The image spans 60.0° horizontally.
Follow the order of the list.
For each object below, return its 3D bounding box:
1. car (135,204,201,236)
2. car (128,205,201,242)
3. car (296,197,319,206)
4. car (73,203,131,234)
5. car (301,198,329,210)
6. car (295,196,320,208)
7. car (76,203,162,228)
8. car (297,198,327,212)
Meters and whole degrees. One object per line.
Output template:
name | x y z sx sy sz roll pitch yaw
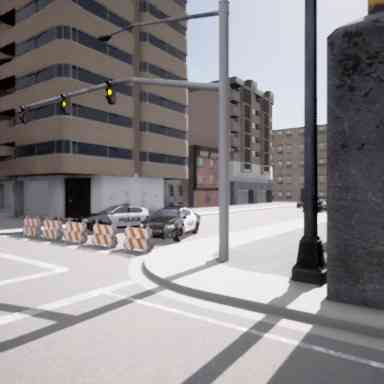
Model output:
car | -1.019 1.290 16.654 1.853 1.218 4.536 0 0 16
car | -1.033 1.447 16.604 2.038 1.542 4.974 0 0 16
car | 16.459 1.288 47.352 1.853 1.218 4.536 0 0 36
car | -4.227 1.445 19.287 4.974 1.542 2.038 0 0 -29
car | 14.257 1.290 38.433 1.853 1.218 4.536 0 0 36
car | 16.429 1.446 47.309 2.038 1.542 4.974 0 0 36
car | -4.182 1.288 19.312 4.536 1.218 1.853 0 0 -29
car | 14.227 1.447 38.390 2.038 1.542 4.974 0 0 36
